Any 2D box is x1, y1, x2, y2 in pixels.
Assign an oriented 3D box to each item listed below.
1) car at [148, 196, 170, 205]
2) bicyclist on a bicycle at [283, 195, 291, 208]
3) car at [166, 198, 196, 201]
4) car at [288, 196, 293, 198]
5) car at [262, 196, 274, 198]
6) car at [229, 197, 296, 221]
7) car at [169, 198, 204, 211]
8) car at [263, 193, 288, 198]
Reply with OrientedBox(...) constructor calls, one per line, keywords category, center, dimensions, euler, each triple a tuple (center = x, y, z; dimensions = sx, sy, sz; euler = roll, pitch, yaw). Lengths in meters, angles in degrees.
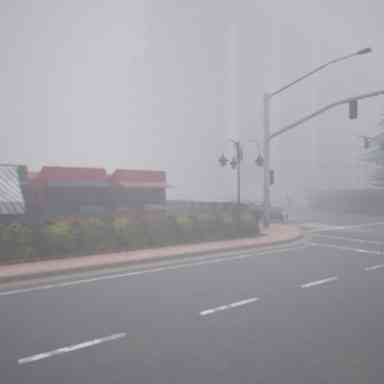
OrientedBox(category="car", center=(-6.031, 1.462, 59.539), dimensions=(1.812, 1.442, 4.674), euler=(0, 0, -36))
OrientedBox(category="bicyclist on a bicycle", center=(12.202, 1.238, 42.534), dimensions=(1.656, 1.620, 0.582), euler=(0, 0, -36))
OrientedBox(category="car", center=(-0.355, 1.417, 33.476), dimensions=(1.882, 1.535, 5.008), euler=(0, 0, -36))
OrientedBox(category="car", center=(15.673, 1.104, 56.728), dimensions=(1.905, 1.878, 3.866), euler=(0, 0, -36))
OrientedBox(category="car", center=(5.057, 1.417, 31.973), dimensions=(1.882, 1.535, 5.008), euler=(0, 0, -36))
OrientedBox(category="car", center=(5.220, 1.432, 25.785), dimensions=(2.128, 1.511, 4.902), euler=(0, 0, -36))
OrientedBox(category="car", center=(-0.753, 1.464, 39.999), dimensions=(1.812, 1.442, 4.674), euler=(0, 0, -36))
OrientedBox(category="car", center=(13.281, 1.105, 55.016), dimensions=(1.905, 1.878, 3.866), euler=(0, 0, -36))
